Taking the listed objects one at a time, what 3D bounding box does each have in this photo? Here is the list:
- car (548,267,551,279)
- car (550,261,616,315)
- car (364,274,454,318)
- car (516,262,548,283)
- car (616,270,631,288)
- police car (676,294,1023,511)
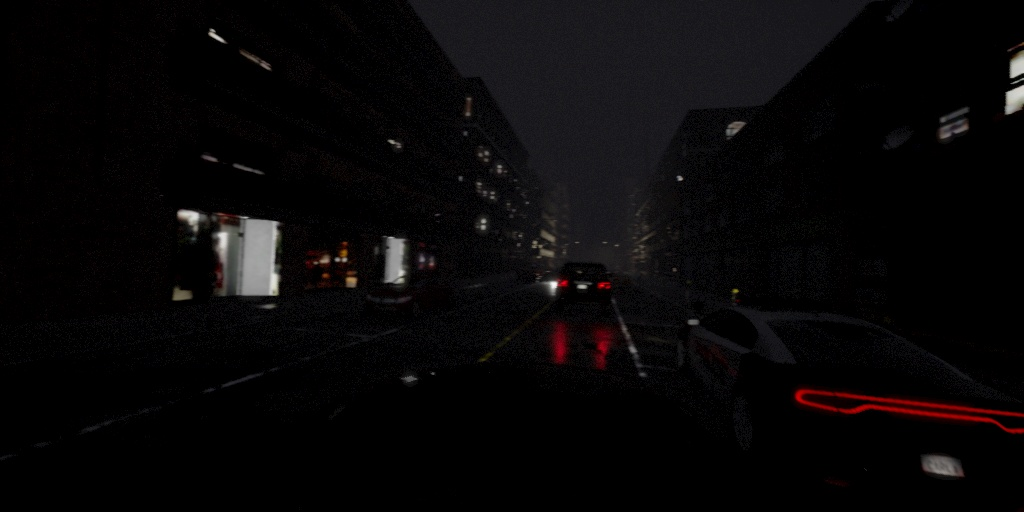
[{"bbox_3d":[5.574,1.942,39.231,2.128,1.511,4.902,2,-1,14],"label":"car"},{"bbox_3d":[3.226,1.286,15.884,2.150,2.045,5.566,2,-1,14],"label":"car"},{"bbox_3d":[-3.486,1.312,12.888,1.802,1.307,4.207,0,0,14],"label":"car"},{"bbox_3d":[1.774,1.542,34.805,2.192,1.841,5.009,0,0,14],"label":"car"},{"bbox_3d":[9.954,2.091,33.005,1.751,1.417,4.829,0,0,14],"label":"car"},{"bbox_3d":[3.758,1.383,5.142,1.930,1.638,5.238,2,-1,14],"label":"police car"}]
